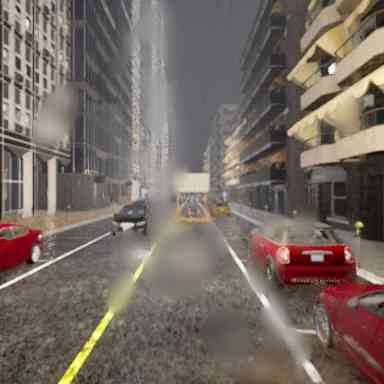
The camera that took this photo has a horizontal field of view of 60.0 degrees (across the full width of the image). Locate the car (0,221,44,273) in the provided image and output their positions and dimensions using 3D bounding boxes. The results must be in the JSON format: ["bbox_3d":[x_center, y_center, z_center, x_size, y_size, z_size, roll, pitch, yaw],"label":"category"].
[{"bbox_3d":[-5.690,1.544,9.082,1.887,1.381,4.507,0,0,0],"label":"car"}]

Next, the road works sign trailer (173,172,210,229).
[{"bbox_3d":[-0.002,0.462,21.738,2.380,3.560,2.880,0,0,0],"label":"road works sign trailer"}]

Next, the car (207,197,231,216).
[{"bbox_3d":[2.689,1.524,31.846,1.752,1.417,4.829,0,0,0],"label":"car"}]

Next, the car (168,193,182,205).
[{"bbox_3d":[-3.038,1.228,59.703,2.150,2.045,5.566,0,0,1],"label":"car"}]

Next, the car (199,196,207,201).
[{"bbox_3d":[2.686,1.606,82.513,1.802,1.307,4.206,0,0,0],"label":"car"}]

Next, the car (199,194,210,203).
[{"bbox_3d":[2.687,1.332,71.216,2.192,1.841,5.009,0,0,0],"label":"car"}]

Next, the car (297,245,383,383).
[{"bbox_3d":[2.691,1.581,3.434,1.802,1.307,4.206,0,0,0],"label":"car"}]

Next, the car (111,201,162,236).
[{"bbox_3d":[-3.100,1.490,18.274,2.128,1.511,4.902,0,0,0],"label":"car"}]

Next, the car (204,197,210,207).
[{"bbox_3d":[2.689,1.565,37.325,1.947,1.339,4.313,0,0,0],"label":"car"}]

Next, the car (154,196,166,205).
[{"bbox_3d":[-5.693,1.535,59.748,1.752,1.417,4.829,0,0,0],"label":"car"}]

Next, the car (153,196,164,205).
[{"bbox_3d":[-5.692,1.555,48.621,2.008,1.369,4.403,0,0,0],"label":"car"}]

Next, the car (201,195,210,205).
[{"bbox_3d":[2.688,1.554,48.622,2.008,1.369,4.403,0,0,0],"label":"car"}]

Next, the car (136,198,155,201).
[{"bbox_3d":[-5.692,1.566,37.324,1.947,1.339,4.313,0,0,0],"label":"car"}]

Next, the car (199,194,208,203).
[{"bbox_3d":[2.687,1.450,59.919,1.967,1.590,4.097,0,0,0],"label":"car"}]

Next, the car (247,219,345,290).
[{"bbox_3d":[2.690,1.439,9.082,1.967,1.590,4.097,0,0,0],"label":"car"}]
